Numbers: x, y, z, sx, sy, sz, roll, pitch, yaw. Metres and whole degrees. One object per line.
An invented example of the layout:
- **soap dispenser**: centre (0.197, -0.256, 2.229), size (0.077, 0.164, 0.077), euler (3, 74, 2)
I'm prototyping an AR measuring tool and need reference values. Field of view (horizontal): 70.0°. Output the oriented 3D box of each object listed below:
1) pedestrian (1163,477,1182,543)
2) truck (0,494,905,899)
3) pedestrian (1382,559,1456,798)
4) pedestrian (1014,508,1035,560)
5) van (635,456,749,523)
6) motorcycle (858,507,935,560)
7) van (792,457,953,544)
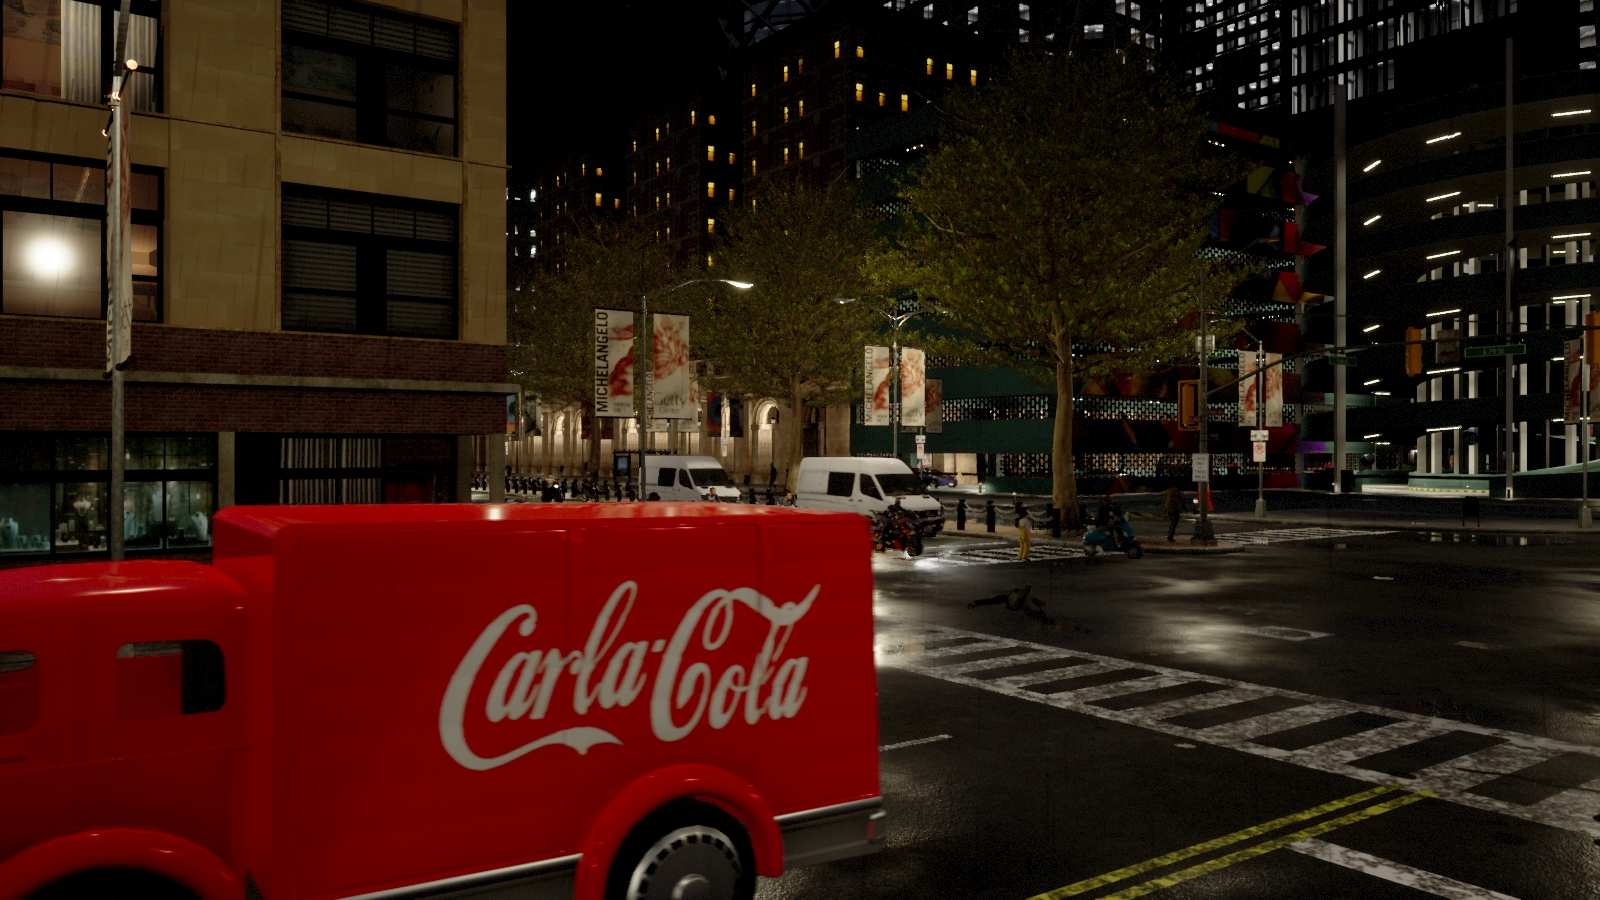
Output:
- **pedestrian**: centre (10.583, 1.704, 32.479), size (0.375, 1.860, 0.375), euler (0, 0, -35)
- **truck**: centre (-2.283, 1.554, 6.378), size (5.204, 2.467, 2.627), euler (1, 0, -34)
- **pedestrian**: centre (5.062, 1.848, 9.351), size (0.375, 1.860, 0.375), euler (0, 0, -17)
- **pedestrian**: centre (5.702, 2.129, 29.046), size (0.375, 1.300, 0.375), euler (0, 0, -27)
- **van**: centre (-4.517, 1.535, 46.909), size (1.988, 2.561, 5.915), euler (0, 0, -35)
- **motorcycle**: centre (2.576, 2.205, 30.639), size (0.867, 1.251, 2.209), euler (0, 0, -34)
- **van**: centre (2.229, 1.534, 37.332), size (1.988, 2.561, 5.915), euler (0, 0, -35)
